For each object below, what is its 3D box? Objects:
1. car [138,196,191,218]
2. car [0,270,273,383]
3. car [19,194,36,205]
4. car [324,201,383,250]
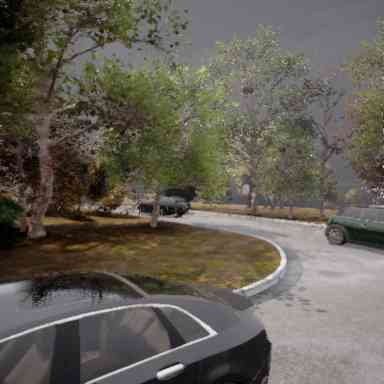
[{"bbox_3d":[-2.410,1.250,26.221,1.895,1.301,4.718,2,0,-35],"label":"car"},{"bbox_3d":[-1.418,1.507,2.504,4.892,1.490,1.837,1,0,-38],"label":"car"},{"bbox_3d":[-16.355,0.573,37.554,5.566,2.045,2.150,2,-1,-4],"label":"car"},{"bbox_3d":[7.405,1.321,12.305,2.097,1.767,4.553,0,3,-36],"label":"car"}]
